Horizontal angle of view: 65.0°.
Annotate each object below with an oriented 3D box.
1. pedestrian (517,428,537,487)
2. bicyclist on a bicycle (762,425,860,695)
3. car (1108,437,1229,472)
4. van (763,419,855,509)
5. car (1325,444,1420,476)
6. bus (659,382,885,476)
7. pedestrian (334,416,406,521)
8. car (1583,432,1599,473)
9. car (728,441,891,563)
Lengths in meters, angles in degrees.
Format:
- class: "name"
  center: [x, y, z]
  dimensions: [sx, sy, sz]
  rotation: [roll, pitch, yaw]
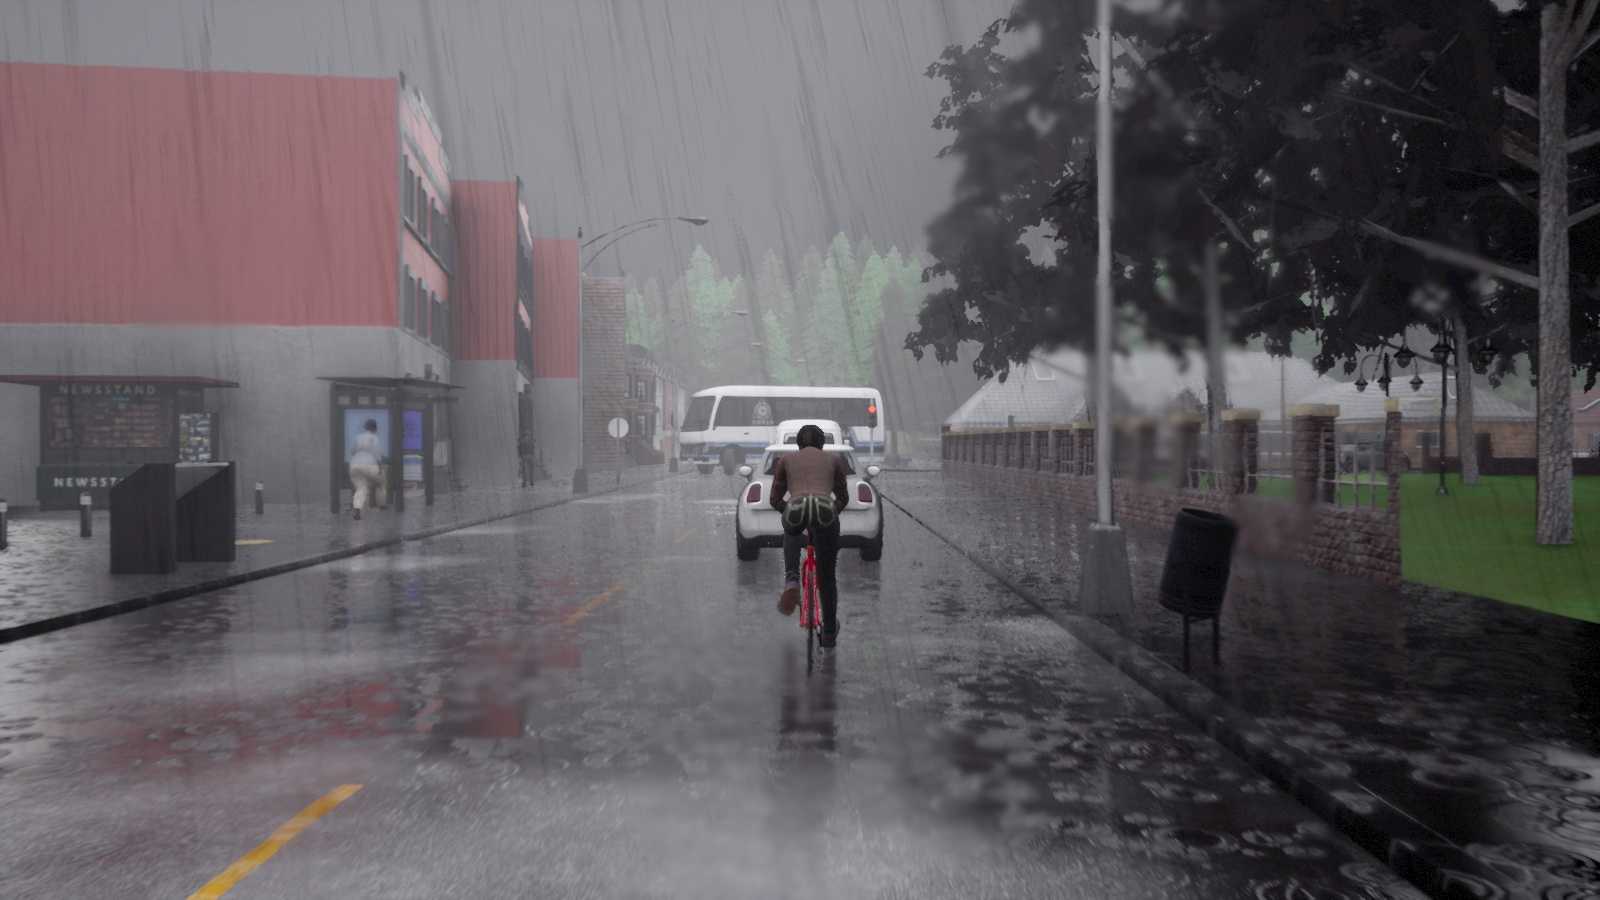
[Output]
- class: "pedestrian"
  center: [-8.541, 0.228, 39.330]
  dimensions: [0.376, 1.854, 0.720]
  rotation: [0, 0, 7]
- class: "bicyclist on a bicycle"
  center: [0.070, 0.652, 8.364]
  dimensions: [0.582, 1.620, 1.656]
  rotation: [0, 1, 0]
- class: "car"
  center: [17.331, 0.206, 59.210]
  dimensions: [5.027, 1.651, 2.152]
  rotation: [0, 0, -1]
- class: "van"
  center: [0.219, 0.298, 30.614]
  dimensions: [2.069, 2.038, 4.480]
  rotation: [0, 0, 1]
- class: "car"
  center: [26.949, 0.449, 59.156]
  dimensions: [3.633, 1.501, 1.845]
  rotation: [0, 0, -1]
- class: "bus"
  center: [-1.283, -0.969, 60.836]
  dimensions: [10.273, 4.253, 3.944]
  rotation: [0, 0, -29]
- class: "pedestrian"
  center: [-7.797, 0.320, 22.820]
  dimensions: [0.874, 1.855, 0.900]
  rotation: [0, 0, 17]
- class: "car"
  center: [42.533, 0.147, 62.682]
  dimensions: [5.566, 2.045, 2.150]
  rotation: [0, 0, 23]
- class: "car"
  center: [0.129, 0.615, 17.132]
  dimensions: [1.970, 1.475, 3.806]
  rotation: [0, 0, 0]
